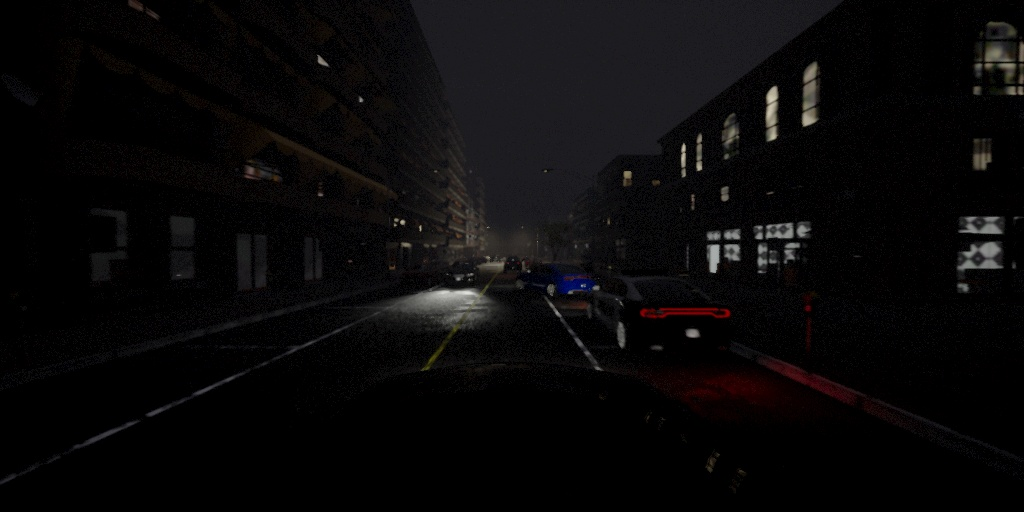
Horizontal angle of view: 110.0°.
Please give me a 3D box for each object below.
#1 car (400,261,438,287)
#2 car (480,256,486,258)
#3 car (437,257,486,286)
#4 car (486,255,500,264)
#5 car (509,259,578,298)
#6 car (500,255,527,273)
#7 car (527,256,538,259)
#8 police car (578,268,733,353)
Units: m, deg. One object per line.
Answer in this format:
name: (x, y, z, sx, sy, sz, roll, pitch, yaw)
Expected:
car: (-5.675, 1.109, 22.568, 1.888, 1.381, 4.507, 0, 0, 0)
car: (-5.649, 0.810, 56.632, 1.888, 1.381, 4.507, 0, 0, 0)
car: (-3.075, 1.051, 23.047, 2.128, 1.511, 4.902, 0, 0, 0)
car: (-2.951, 0.523, 64.977, 2.128, 1.511, 4.902, 0, 0, 0)
car: (1.949, 1.085, 17.566, 1.882, 1.535, 5.008, 0, 1, -26)
car: (0.118, 0.924, 37.357, 2.128, 1.511, 4.902, 0, 0, 0)
car: (2.719, 0.939, 39.735, 1.751, 1.417, 4.829, 0, 0, 0)
police car: (3.140, 1.111, 8.806, 1.930, 1.638, 5.238, 0, 1, 0)
